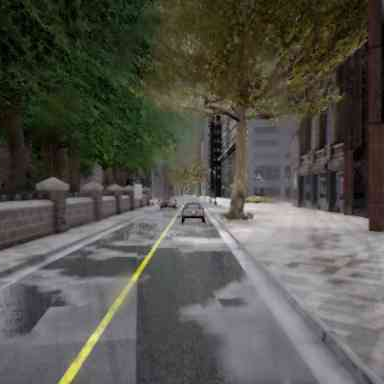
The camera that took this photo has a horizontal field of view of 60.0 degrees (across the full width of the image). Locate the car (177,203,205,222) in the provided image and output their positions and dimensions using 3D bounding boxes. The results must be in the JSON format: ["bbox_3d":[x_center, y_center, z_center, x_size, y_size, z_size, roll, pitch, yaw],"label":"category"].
[{"bbox_3d":[0.097,1.564,26.787,2.033,1.411,5.357,0,0,0],"label":"car"}]

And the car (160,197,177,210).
[{"bbox_3d":[-3.037,1.405,43.861,2.097,1.767,4.553,0,0,1],"label":"car"}]

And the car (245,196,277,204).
[{"bbox_3d":[12.345,1.413,58.130,4.829,1.417,1.752,-1,1,0],"label":"car"}]

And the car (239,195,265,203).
[{"bbox_3d":[12.027,1.415,66.656,4.829,1.417,1.752,-1,1,0],"label":"car"}]
